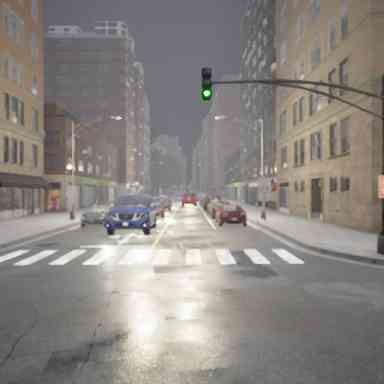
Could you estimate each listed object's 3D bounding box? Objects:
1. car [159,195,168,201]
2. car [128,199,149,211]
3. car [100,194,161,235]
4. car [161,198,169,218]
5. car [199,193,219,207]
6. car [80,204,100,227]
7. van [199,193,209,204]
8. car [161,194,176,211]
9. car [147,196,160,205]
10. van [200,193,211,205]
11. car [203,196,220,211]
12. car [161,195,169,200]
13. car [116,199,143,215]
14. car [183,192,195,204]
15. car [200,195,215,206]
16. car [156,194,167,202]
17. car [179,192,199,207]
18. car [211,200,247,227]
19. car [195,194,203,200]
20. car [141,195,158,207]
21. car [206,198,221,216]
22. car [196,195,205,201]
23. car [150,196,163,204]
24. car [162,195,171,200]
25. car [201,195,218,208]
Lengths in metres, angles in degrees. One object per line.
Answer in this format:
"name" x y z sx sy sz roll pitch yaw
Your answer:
"car" -6.579 1.340 76.923 1.752 1.417 4.829 0 0 -1
"car" -6.184 1.469 38.536 1.802 1.307 4.206 0 0 -1
"car" -3.227 1.171 18.764 2.150 2.045 5.566 0 0 -1
"car" -3.323 1.473 28.821 1.994 1.385 4.181 0 0 -2
"car" 2.341 1.170 38.616 2.192 1.841 5.009 0 0 -1
"car" -6.013 1.496 22.013 2.008 1.369 4.403 0 0 -1
"van" 2.114 1.145 60.644 1.690 1.788 3.998 0 0 -1
"car" -3.336 1.366 39.006 2.128 1.511 4.902 0 0 -1
"car" -6.354 1.428 55.059 1.802 1.307 4.206 0 0 -1
"van" 2.171 1.155 55.137 1.690 1.788 3.998 0 0 -1
"car" 2.396 1.397 33.280 1.752 1.417 4.829 0 0 -1
"car" -6.638 1.391 82.601 1.802 1.307 4.206 0 0 -1
"car" -6.127 1.449 33.028 1.887 1.381 4.507 0 0 -1
"car" -0.547 1.037 59.543 2.150 2.045 5.566 0 0 -1
"car" 2.228 1.266 49.630 1.967 1.590 4.097 0 0 -1
"car" -6.525 1.261 71.584 1.967 1.590 4.097 0 0 -1
"car" -0.437 1.059 48.825 2.150 2.045 5.566 0 0 -1
"car" 2.511 1.458 22.097 1.887 1.381 4.507 0 0 -1
"car" 1.829 1.298 88.352 1.752 1.417 4.829 0 0 -1
"car" -6.297 1.298 49.551 1.967 1.590 4.097 0 0 -1
"car" 2.455 1.458 27.603 1.947 1.339 4.313 0 0 -1
"car" 1.944 1.333 77.167 2.008 1.369 4.403 0 0 -1
"car" -6.411 1.402 60.567 1.947 1.339 4.313 0 0 -1
"car" -6.695 1.370 88.110 1.947 1.339 4.313 0 0 -1
"car" 2.284 1.279 44.124 1.967 1.590 4.097 0 0 -1
